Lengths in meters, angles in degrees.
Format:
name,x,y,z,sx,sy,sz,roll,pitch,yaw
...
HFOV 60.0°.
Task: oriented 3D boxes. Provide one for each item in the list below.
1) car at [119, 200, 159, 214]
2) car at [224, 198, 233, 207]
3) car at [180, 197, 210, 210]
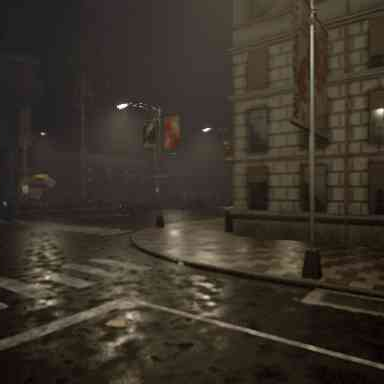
name,x,y,z,sx,sy,sz,roll,pitch,yaw
car,-5.508,1.577,35.550,1.895,1.301,4.718,0,0,36
car,6.975,1.503,51.264,4.674,1.442,1.812,0,0,-45
car,0.393,1.468,43.480,2.128,1.511,4.902,0,0,37
